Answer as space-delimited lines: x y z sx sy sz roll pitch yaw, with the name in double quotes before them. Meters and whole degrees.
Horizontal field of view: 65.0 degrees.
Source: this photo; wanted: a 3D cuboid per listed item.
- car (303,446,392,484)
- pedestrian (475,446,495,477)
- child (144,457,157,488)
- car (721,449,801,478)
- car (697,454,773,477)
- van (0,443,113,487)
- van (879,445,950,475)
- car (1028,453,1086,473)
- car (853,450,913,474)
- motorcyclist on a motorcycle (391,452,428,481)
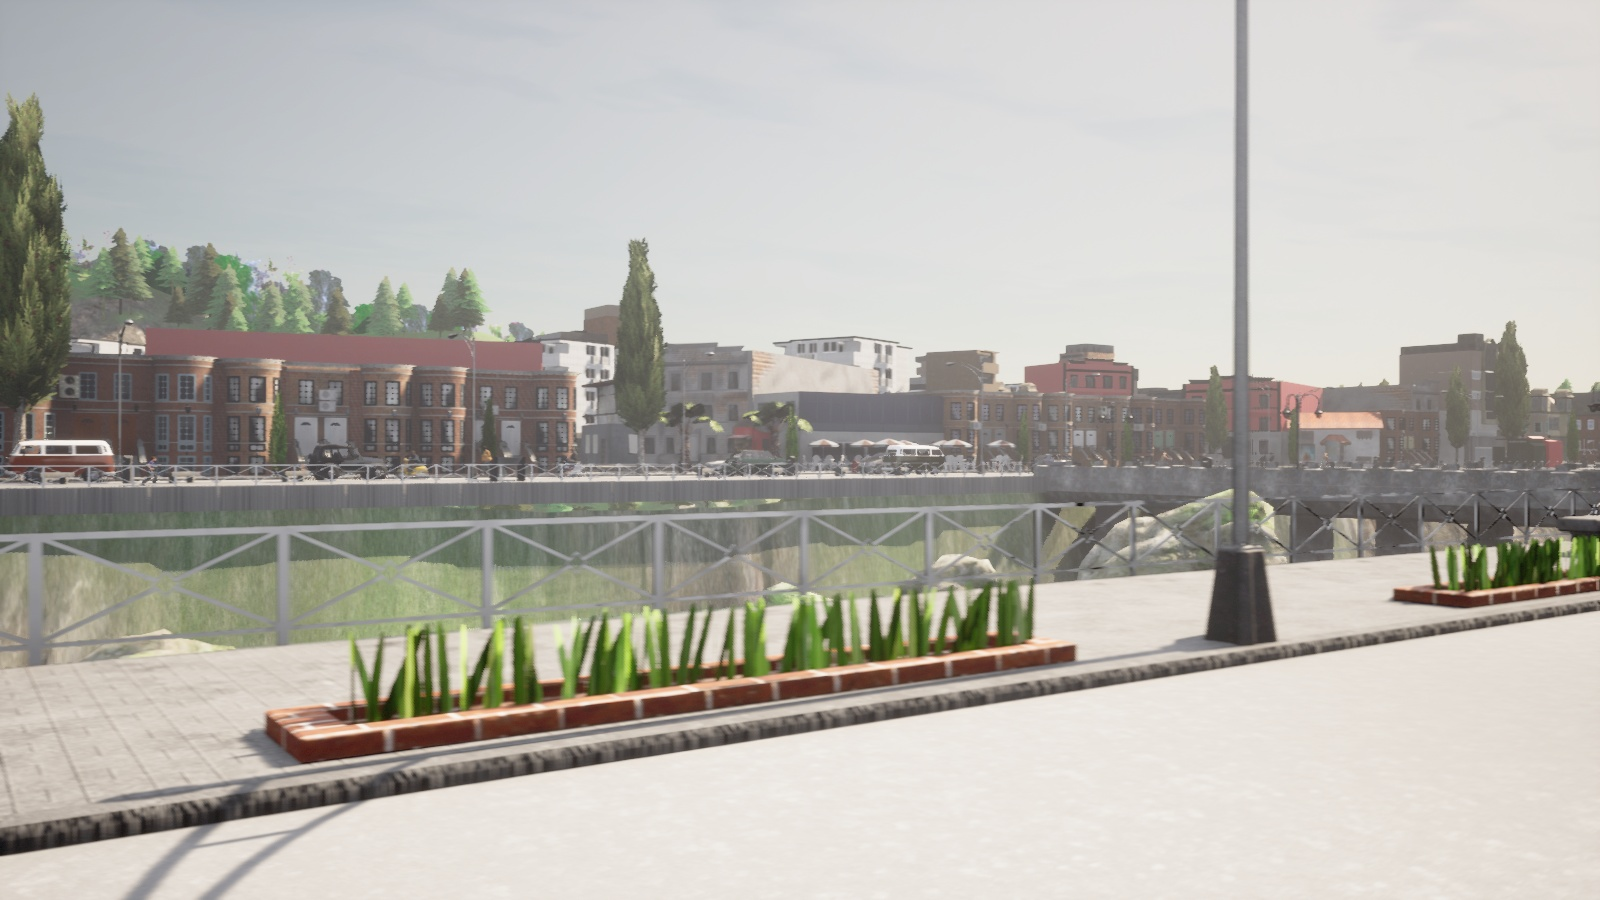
"car" -22.854 0.745 63.492 3.866 1.878 1.905 0 0 -35
"pedestrian" -18.674 0.676 74.361 0.900 1.855 0.874 0 0 -34
"child" -26.473 0.916 51.163 0.437 1.263 0.270 0 0 -34
"car" -2.414 0.799 77.728 4.553 1.767 2.097 0 0 -35
"car" -4.168 0.979 81.378 4.674 1.442 1.812 0 0 -35
"van" -35.323 0.689 59.681 4.480 2.038 2.069 0 0 -35
"van" 7.735 0.660 84.796 4.480 2.038 2.069 0 0 -35
"car" 18.962 0.945 92.614 4.193 1.474 1.816 0 0 -35
"car" 5.852 0.847 88.357 3.988 1.617 1.851 0 0 -35
"motorcyclist on a motorcycle" -21.540 0.914 69.280 1.817 1.590 0.866 0 0 -35
